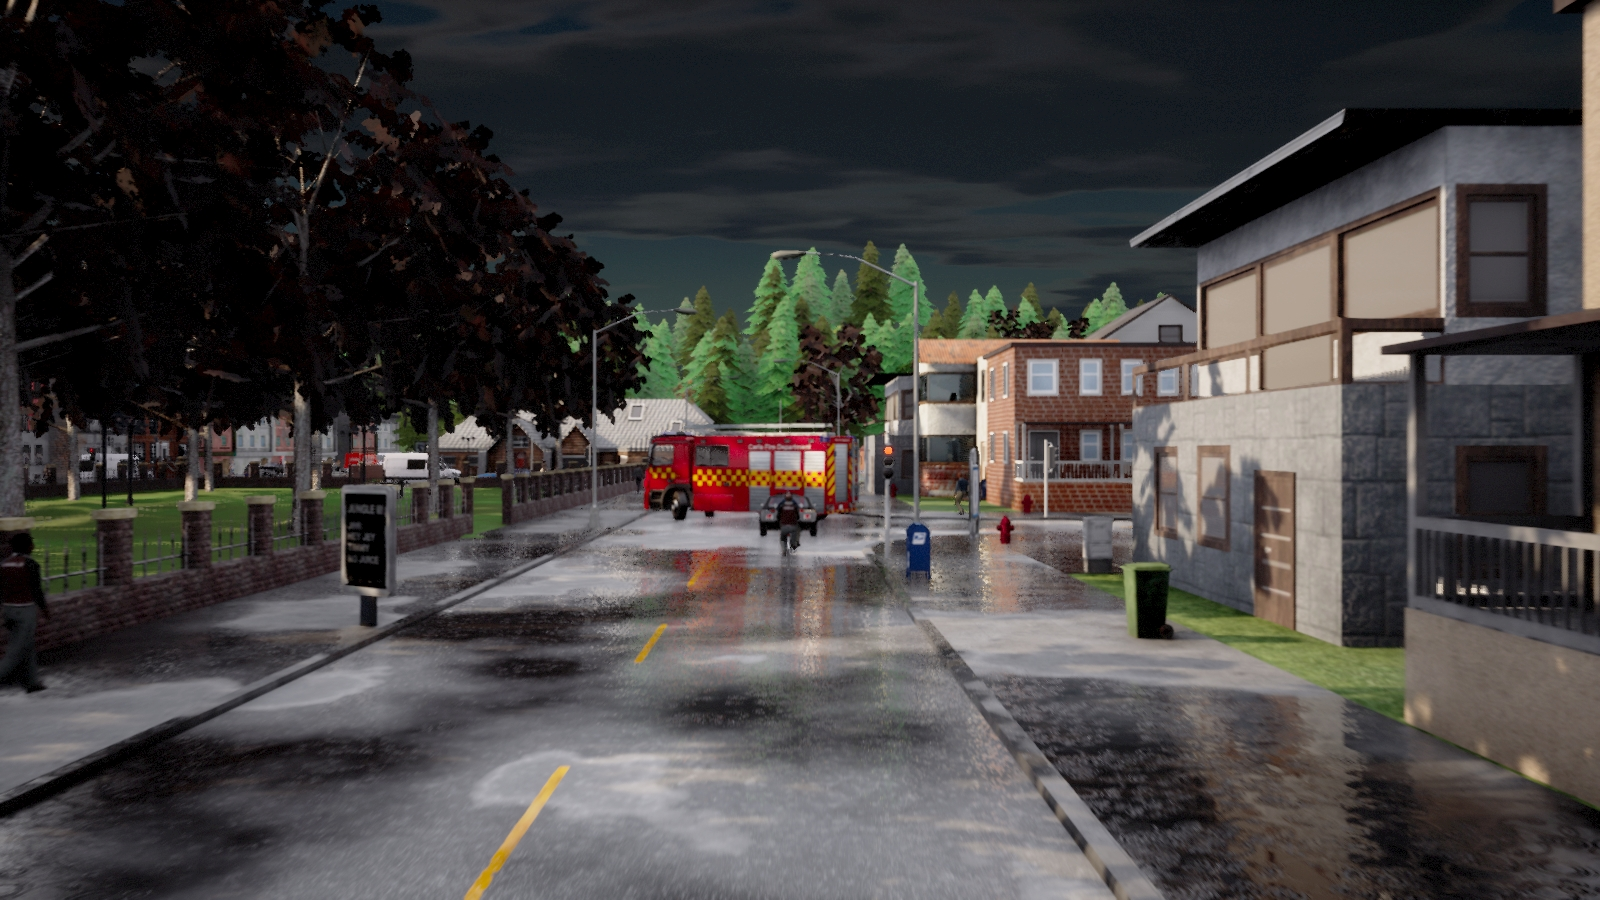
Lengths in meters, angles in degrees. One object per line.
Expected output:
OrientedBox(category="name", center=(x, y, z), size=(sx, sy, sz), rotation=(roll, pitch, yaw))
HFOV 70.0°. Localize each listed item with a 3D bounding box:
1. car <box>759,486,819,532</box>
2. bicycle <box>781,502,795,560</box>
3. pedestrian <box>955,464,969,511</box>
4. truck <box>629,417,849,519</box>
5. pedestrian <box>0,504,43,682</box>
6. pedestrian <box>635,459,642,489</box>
OrientedBox(category="car", center=(-0.362, 1.935, 38.405), size=(1.895, 1.301, 4.718), rotation=(0, 0, -1))
OrientedBox(category="bicycle", center=(-0.289, 1.940, 27.640), size=(0.329, 1.271, 1.835), rotation=(0, 0, -1))
OrientedBox(category="pedestrian", center=(6.545, 1.516, 46.190), size=(0.375, 1.860, 0.375), rotation=(0, 0, -34))
OrientedBox(category="truck", center=(-2.508, 0.671, 45.820), size=(8.468, 3.827, 2.891), rotation=(0, 0, 27))
OrientedBox(category="pedestrian", center=(-8.461, 1.525, 12.289), size=(0.375, 1.860, 0.375), rotation=(0, 0, 7))
OrientedBox(category="pedestrian", center=(-10.133, 1.526, 71.813), size=(0.375, 1.860, 0.375), rotation=(0, 0, -1))
